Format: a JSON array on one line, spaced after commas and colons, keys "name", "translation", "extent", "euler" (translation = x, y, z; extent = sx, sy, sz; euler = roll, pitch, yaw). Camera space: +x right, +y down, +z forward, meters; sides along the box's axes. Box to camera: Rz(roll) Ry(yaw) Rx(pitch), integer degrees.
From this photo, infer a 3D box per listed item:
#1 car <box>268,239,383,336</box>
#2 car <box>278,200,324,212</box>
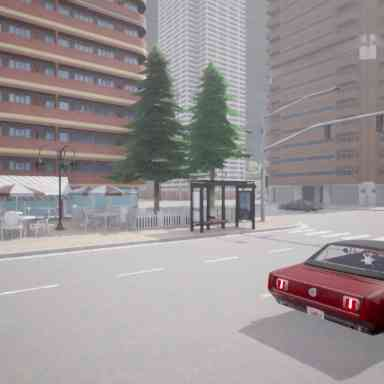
[{"name": "car", "translation": [3.733, 1.601, 6.473], "extent": [4.718, 1.301, 1.895], "euler": [0, 0, -36]}, {"name": "car", "translation": [12.736, 1.603, 39.041], "extent": [2.033, 1.411, 5.357], "euler": [0, 0, -36]}]
